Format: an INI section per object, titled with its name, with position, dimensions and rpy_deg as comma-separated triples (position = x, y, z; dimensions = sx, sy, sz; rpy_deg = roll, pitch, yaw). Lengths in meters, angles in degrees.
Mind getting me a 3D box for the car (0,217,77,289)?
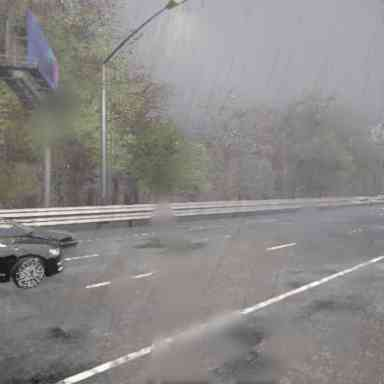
[car]
position = -5.410, 1.484, 7.283
dimensions = 4.902, 1.511, 2.128
rpy_deg = 0, 0, -43
